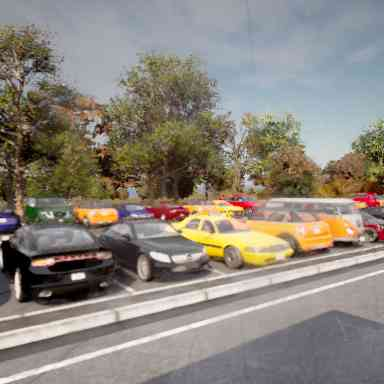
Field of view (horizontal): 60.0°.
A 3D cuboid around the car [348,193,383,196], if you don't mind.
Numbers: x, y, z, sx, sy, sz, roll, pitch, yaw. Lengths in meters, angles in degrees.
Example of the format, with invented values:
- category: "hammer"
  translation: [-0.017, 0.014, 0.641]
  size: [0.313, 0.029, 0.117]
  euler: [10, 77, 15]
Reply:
- category: "car"
  translation: [20.509, 1.178, 41.711]
  size: [2.435, 2.045, 5.566]
  euler: [0, 0, -35]

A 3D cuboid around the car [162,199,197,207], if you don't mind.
- category: "car"
  translation: [-2.129, 1.499, 25.706]
  size: [2.097, 1.535, 5.008]
  euler: [0, 0, -35]

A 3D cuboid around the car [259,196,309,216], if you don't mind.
- category: "car"
  translation: [9.230, 1.343, 33.761]
  size: [2.185, 1.767, 4.553]
  euler: [0, 0, -35]

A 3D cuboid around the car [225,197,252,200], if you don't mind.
- category: "car"
  translation: [2.417, 1.488, 28.924]
  size: [2.097, 1.535, 5.008]
  euler: [0, 0, -35]

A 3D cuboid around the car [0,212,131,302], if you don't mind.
- category: "car"
  translation: [-3.672, 1.516, 8.613]
  size: [2.097, 1.535, 5.008]
  euler: [0, 0, -35]

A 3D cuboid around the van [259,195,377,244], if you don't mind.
- category: "van"
  translation: [5.440, 1.275, 14.902]
  size: [1.878, 1.987, 4.442]
  euler: [0, 0, -35]

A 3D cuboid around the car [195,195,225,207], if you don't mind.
- category: "car"
  translation: [0.162, 1.368, 27.289]
  size: [2.185, 1.767, 4.553]
  euler: [0, 0, -35]

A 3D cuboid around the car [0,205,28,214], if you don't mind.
- category: "car"
  translation: [-11.254, 1.544, 19.313]
  size: [2.163, 1.488, 4.792]
  euler: [0, 0, -35]

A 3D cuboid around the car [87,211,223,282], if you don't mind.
- category: "car"
  translation: [-1.401, 1.554, 10.224]
  size: [2.002, 1.452, 4.674]
  euler: [0, 0, -35]

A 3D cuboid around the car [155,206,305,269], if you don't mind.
- category: "car"
  translation: [0.982, 1.507, 11.674]
  size: [1.946, 1.575, 5.366]
  euler: [0, 0, -35]

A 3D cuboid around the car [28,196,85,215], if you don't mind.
- category: "car"
  translation: [-8.943, 1.261, 20.873]
  size: [2.435, 2.045, 5.566]
  euler: [0, 0, -35]

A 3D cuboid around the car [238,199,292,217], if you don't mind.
- category: "car"
  translation: [6.968, 1.477, 32.136]
  size: [2.231, 1.521, 4.892]
  euler: [0, 0, -35]

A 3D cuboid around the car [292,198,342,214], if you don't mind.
- category: "car"
  translation: [13.817, 1.483, 36.921]
  size: [2.163, 1.488, 4.792]
  euler: [0, 0, -35]

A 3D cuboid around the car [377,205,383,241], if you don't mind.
- category: "car"
  translation: [7.716, 1.525, 16.614]
  size: [2.163, 1.488, 4.792]
  euler: [0, 0, -35]

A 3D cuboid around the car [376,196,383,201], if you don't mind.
- category: "car"
  translation: [14.540, 1.352, 21.424]
  size: [2.185, 1.767, 4.553]
  euler: [0, 0, -35]

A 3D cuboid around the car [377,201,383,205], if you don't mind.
- category: "car"
  translation: [12.247, 1.524, 19.848]
  size: [2.002, 1.452, 4.674]
  euler: [0, 0, -35]

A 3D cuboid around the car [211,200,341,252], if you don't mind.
- category: "car"
  translation: [3.167, 1.380, 13.404]
  size: [2.185, 1.767, 4.553]
  euler: [0, 0, -35]

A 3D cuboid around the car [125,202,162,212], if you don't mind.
- category: "car"
  translation: [-4.409, 1.543, 24.108]
  size: [2.002, 1.452, 4.674]
  euler: [0, 0, -35]

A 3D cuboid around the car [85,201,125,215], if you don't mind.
- category: "car"
  translation: [-6.666, 1.382, 22.475]
  size: [2.185, 1.767, 4.553]
  euler: [0, 0, -35]

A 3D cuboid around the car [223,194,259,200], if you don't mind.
- category: "car"
  translation: [4.713, 1.231, 30.503]
  size: [2.435, 2.045, 5.566]
  euler: [0, 0, -35]
